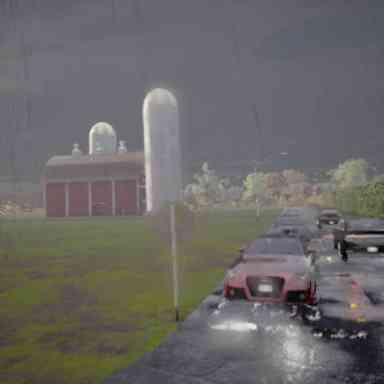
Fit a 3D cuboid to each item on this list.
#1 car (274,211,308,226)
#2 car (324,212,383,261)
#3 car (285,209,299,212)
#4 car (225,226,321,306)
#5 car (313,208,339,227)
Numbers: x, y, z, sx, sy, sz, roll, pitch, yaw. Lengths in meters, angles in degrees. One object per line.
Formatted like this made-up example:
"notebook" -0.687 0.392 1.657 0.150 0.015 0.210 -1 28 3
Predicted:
"car" 5.872 2.108 19.779 1.994 1.385 4.181 -3 -2 17
"car" 6.743 1.749 13.327 2.128 1.511 4.902 -3 -2 19
"car" 9.757 2.410 32.322 2.033 1.411 5.357 -3 -2 17
"car" 2.250 1.837 8.720 1.994 1.385 4.181 -3 -2 22
"car" 11.200 2.115 27.349 1.837 1.490 4.892 -3 -2 17
